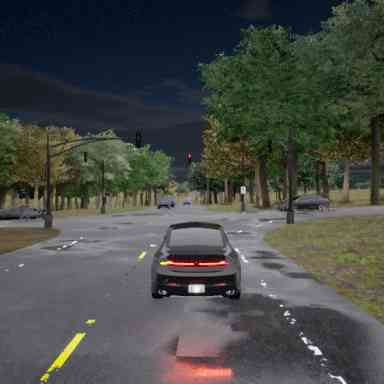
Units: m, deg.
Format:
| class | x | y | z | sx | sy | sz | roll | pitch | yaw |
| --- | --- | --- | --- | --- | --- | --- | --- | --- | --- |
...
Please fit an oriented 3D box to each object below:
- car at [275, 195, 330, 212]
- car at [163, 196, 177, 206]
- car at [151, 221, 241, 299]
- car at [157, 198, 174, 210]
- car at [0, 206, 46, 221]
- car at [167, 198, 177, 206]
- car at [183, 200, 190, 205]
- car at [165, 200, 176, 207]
| class | x | y | z | sx | sy | sz | roll | pitch | yaw |
| --- | --- | --- | --- | --- | --- | --- | --- | --- | --- |
| car | 9.926 | 1.058 | 30.060 | 4.892 | 1.490 | 1.837 | -2 | -1 | -10 |
| car | -4.382 | 1.801 | 60.075 | 2.150 | 2.045 | 5.566 | 0 | -1 | -2 |
| car | 0.087 | 1.508 | 8.461 | 1.837 | 1.490 | 4.892 | 0 | 0 | 0 |
| car | -4.181 | 2.007 | 50.209 | 1.895 | 1.301 | 4.718 | 0 | -1 | -1 |
| car | -17.018 | 2.101 | 32.115 | 5.357 | 1.411 | 2.033 | -2 | -1 | 2 |
| car | -4.777 | 2.392 | 80.633 | 2.097 | 1.767 | 4.553 | 0 | -2 | -1 |
| car | -1.373 | 2.759 | 84.909 | 1.895 | 1.301 | 4.718 | 0 | -2 | -1 |
| car | -4.543 | 2.316 | 70.342 | 2.033 | 1.411 | 5.357 | 0 | -1 | -1 |
